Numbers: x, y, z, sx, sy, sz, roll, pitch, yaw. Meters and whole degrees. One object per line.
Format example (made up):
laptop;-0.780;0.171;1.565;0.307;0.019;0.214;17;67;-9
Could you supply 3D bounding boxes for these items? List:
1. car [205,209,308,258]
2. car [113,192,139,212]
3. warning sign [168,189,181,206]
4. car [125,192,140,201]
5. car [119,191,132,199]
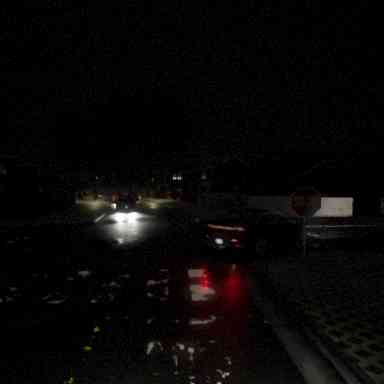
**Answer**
car;2.545;1.378;12.320;2.128;1.511;4.902;2;0;43
car;-6.332;1.050;31.974;2.128;1.511;4.902;0;1;-12
warning sign;-1.977;0.569;37.705;1.300;1.860;1.060;1;2;-13
car;-10.245;0.698;56.906;1.837;1.490;4.892;-1;1;-17
car;-13.394;0.552;66.719;2.128;1.511;4.902;-1;1;-16
